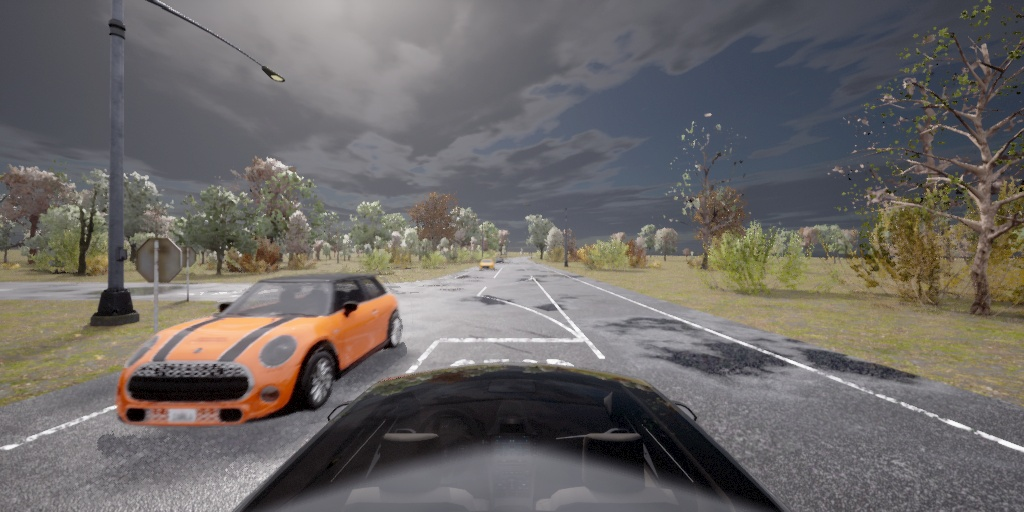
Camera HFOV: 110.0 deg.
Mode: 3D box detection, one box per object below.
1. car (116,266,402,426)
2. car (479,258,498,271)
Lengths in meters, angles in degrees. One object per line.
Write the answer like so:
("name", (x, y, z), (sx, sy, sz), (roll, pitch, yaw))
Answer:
("car", (-3.500, 1.103, 6.055), (2.097, 1.767, 4.553), (0, 0, 0))
("car", (-3.340, 1.181, 48.340), (1.882, 1.535, 5.008), (0, 0, 0))
